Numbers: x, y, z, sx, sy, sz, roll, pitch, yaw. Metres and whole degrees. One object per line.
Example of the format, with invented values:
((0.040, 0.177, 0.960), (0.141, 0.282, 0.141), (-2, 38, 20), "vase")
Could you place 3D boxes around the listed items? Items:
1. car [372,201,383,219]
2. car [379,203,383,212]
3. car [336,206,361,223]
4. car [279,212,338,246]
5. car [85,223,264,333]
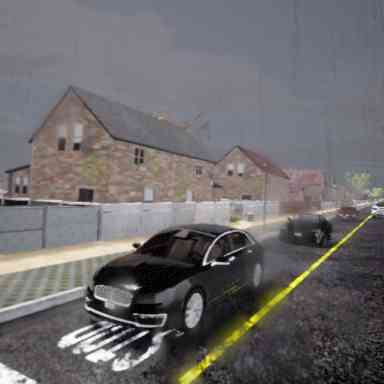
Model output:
((23.029, 2.185, 40.011), (2.150, 2.045, 5.566), (3, 0, 31), "car")
((37.352, 3.031, 64.487), (1.882, 1.535, 5.008), (3, 0, 31), "car")
((15.410, 2.142, 32.877), (1.812, 1.442, 4.674), (3, 0, 31), "car")
((5.816, 1.776, 16.732), (1.994, 1.385, 4.181), (3, 0, 31), "car")
((0.045, 1.471, 6.972), (1.837, 1.490, 4.892), (3, 0, 31), "car")
